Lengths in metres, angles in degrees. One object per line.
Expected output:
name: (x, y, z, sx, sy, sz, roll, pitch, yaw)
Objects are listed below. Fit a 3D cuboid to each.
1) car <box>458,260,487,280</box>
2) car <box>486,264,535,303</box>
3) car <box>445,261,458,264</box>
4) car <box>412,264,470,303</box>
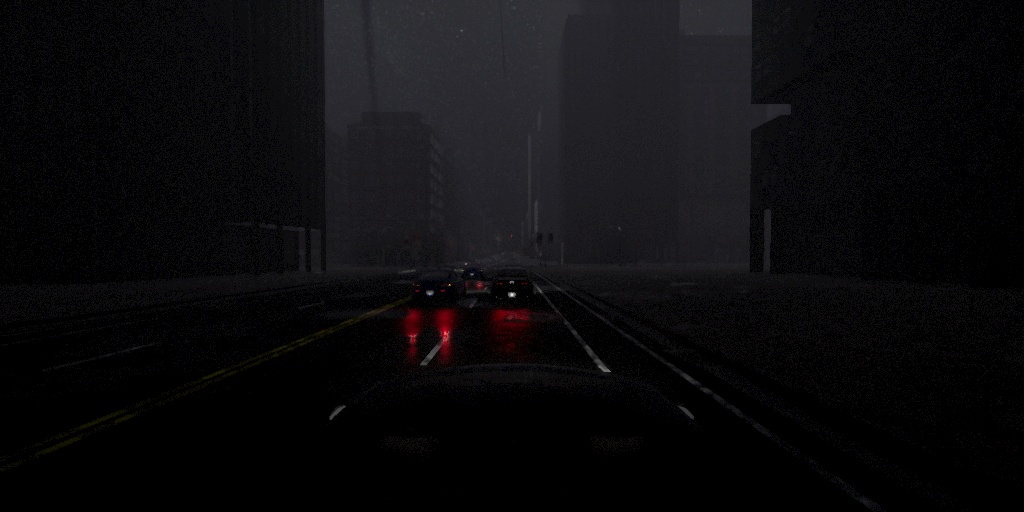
car: (-3.249, 1.317, 31.507, 1.812, 1.442, 4.674, 0, 0, 0)
car: (0.000, 1.272, 16.504, 1.837, 1.490, 4.892, 0, 0, 0)
car: (-9.750, 1.462, 58.511, 2.033, 1.411, 5.357, 0, 0, 0)
car: (-3.250, 1.288, 16.504, 1.812, 1.442, 4.674, 0, 0, 0)
